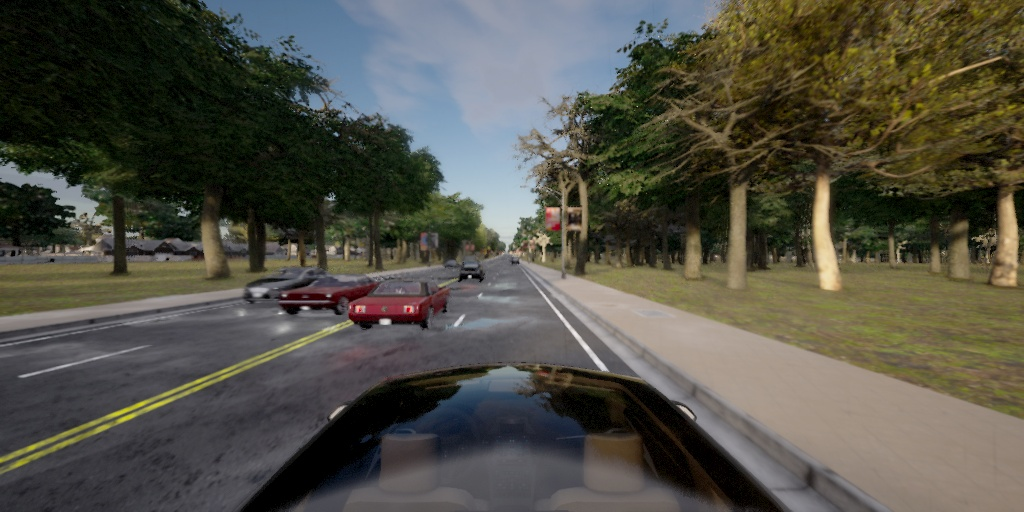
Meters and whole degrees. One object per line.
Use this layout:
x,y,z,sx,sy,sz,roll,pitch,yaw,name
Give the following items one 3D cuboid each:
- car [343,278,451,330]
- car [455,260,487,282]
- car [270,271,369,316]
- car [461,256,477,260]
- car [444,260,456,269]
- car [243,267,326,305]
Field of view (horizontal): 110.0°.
-3.152,1.361,11.162,1.895,1.301,4.718,0,0,0,car
-3.152,1.292,29.098,1.837,1.490,4.892,0,0,0,car
-6.603,1.364,13.670,1.895,1.301,4.718,0,0,0,car
-6.562,1.067,55.876,2.150,2.045,5.566,0,0,1,car
-9.787,1.401,58.828,2.033,1.411,5.357,0,0,1,car
-9.851,1.258,16.350,2.128,1.511,4.902,0,0,0,car
